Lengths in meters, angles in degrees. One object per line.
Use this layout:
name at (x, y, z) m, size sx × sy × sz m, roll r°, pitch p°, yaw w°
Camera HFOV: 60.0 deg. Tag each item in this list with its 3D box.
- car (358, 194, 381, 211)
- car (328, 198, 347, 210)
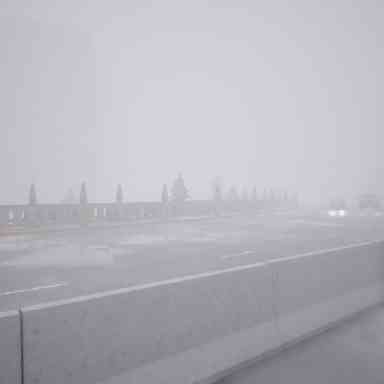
car at (21.596, 1.221, 40.569) m, size 2.150 × 2.045 × 5.566 m, roll 0°, pitch 0°, yaw 27°
car at (18.687, 1.491, 42.638) m, size 2.128 × 1.511 × 4.902 m, roll 0°, pitch 0°, yaw 26°
